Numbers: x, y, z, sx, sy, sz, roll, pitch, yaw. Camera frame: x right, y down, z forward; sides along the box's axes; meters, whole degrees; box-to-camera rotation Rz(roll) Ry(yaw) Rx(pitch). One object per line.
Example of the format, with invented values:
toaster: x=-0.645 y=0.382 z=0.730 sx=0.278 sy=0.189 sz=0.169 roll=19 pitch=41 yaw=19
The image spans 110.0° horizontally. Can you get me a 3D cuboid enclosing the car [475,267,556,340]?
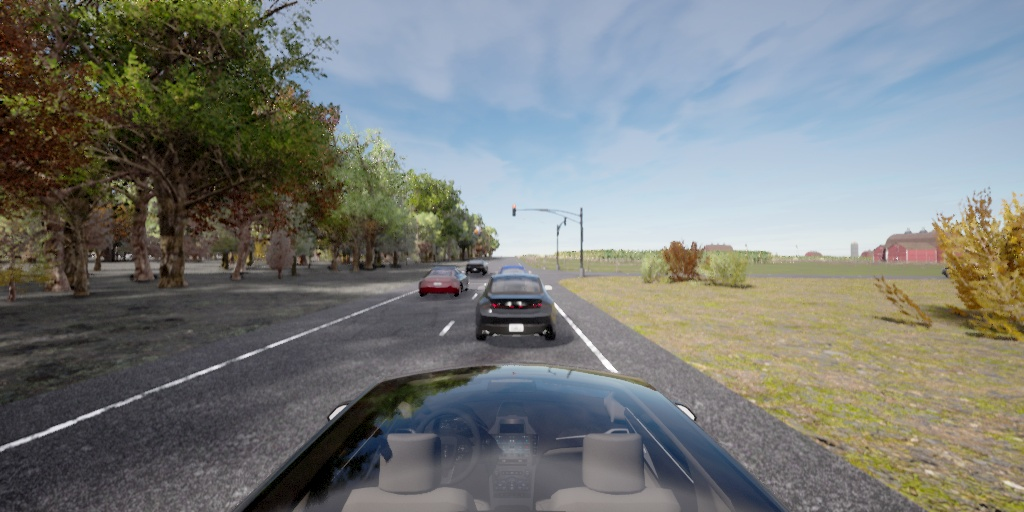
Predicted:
car: x=0.081 y=1.225 z=9.792 sx=1.837 sy=1.490 sz=4.892 roll=0 pitch=0 yaw=0

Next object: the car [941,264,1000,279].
car: x=48.434 y=1.626 z=37.794 sx=4.902 sy=1.511 sz=2.128 roll=1 pitch=-1 yaw=0

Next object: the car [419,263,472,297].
car: x=-3.438 y=1.251 z=18.599 sx=1.994 sy=1.385 sz=4.181 roll=0 pitch=0 yaw=0

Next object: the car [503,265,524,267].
car: x=0.076 y=1.211 z=19.041 sx=1.812 sy=1.442 sz=4.674 roll=0 pitch=0 yaw=0

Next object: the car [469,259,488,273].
car: x=-3.478 y=1.098 z=36.001 sx=1.882 sy=1.535 sz=5.008 roll=0 pitch=1 yaw=0
